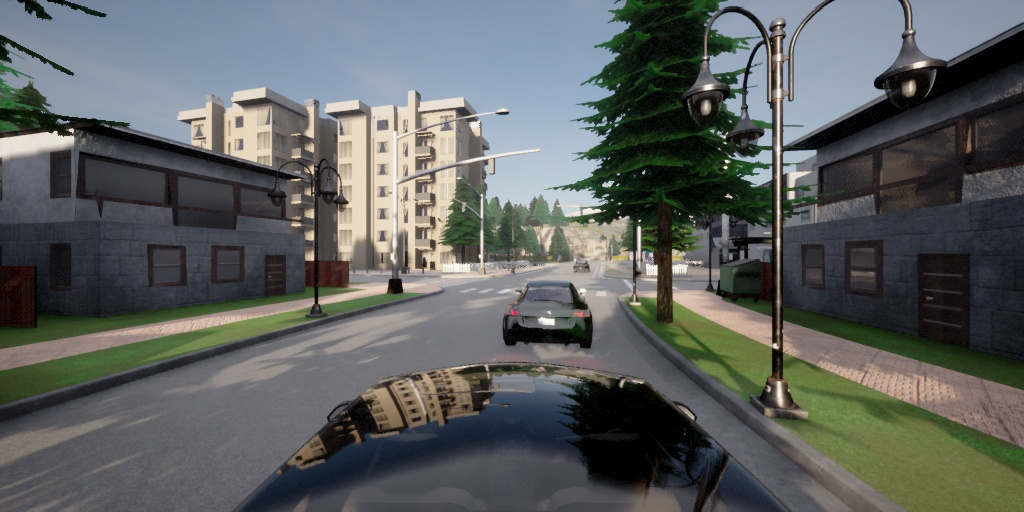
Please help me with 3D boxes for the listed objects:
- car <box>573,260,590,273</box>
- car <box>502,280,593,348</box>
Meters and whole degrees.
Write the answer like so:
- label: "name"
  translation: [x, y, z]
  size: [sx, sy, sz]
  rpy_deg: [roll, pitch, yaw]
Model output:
- label: "car"
  translation: [8.733, 1.276, 44.861]
  size: [2.128, 1.511, 4.902]
  rpy_deg: [0, 0, 14]
- label: "car"
  translation: [0.994, 1.314, 9.313]
  size: [1.994, 1.385, 4.181]
  rpy_deg: [0, 0, 8]
